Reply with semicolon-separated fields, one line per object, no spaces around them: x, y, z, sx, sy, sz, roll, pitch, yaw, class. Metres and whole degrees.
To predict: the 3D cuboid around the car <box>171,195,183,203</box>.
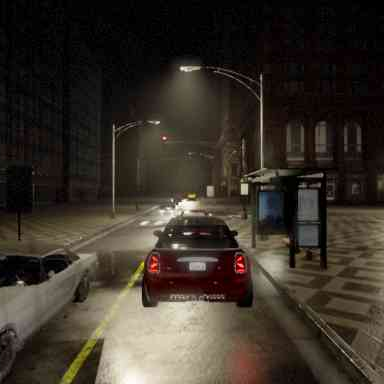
-3.043;1.425;68.578;2.128;1.511;4.902;0;0;0;car

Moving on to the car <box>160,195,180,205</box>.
-3.119;1.529;44.332;2.033;1.411;5.357;0;0;0;car

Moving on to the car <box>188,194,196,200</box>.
-0.038;1.201;84.320;1.882;1.535;5.008;0;0;0;car

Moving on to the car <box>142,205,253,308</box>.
0.096;1.359;8.111;2.097;1.767;4.553;0;0;0;car

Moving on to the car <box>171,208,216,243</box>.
0.088;1.573;16.754;1.994;1.385;4.181;0;0;1;car

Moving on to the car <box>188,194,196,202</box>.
-0.034;1.506;74.345;1.895;1.301;4.718;0;0;0;car

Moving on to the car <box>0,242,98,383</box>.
-3.101;1.607;5.447;1.895;1.301;4.718;0;0;0;car

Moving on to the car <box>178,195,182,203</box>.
-3.112;1.455;54.850;2.128;1.511;4.902;0;0;0;car
